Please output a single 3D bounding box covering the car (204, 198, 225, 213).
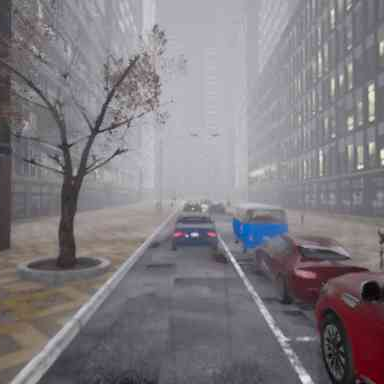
[{"bbox_3d":[2.578,1.636,35.636,1.887,1.381,4.507,1,0,0],"label":"car"}]

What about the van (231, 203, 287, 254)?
[{"bbox_3d":[2.582,1.371,13.367,1.690,1.788,3.998,1,0,0],"label":"van"}]

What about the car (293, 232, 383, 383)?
[{"bbox_3d":[2.583,1.320,2.232,2.192,1.841,5.009,1,0,0],"label":"car"}]

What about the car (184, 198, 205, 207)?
[{"bbox_3d":[0.097,1.654,35.321,1.994,1.385,4.181,0,0,0],"label":"car"}]

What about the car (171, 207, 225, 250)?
[{"bbox_3d":[0.098,1.580,14.388,2.033,1.411,5.357,0,0,0],"label":"car"}]

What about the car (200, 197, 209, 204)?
[{"bbox_3d":[2.576,1.790,69.038,1.802,1.307,4.206,1,0,0],"label":"car"}]

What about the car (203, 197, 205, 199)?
[{"bbox_3d":[2.576,1.747,57.905,1.802,1.307,4.206,1,0,0],"label":"car"}]

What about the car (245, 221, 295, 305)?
[{"bbox_3d":[2.578,1.599,7.799,1.802,1.307,4.206,1,0,0],"label":"car"}]
